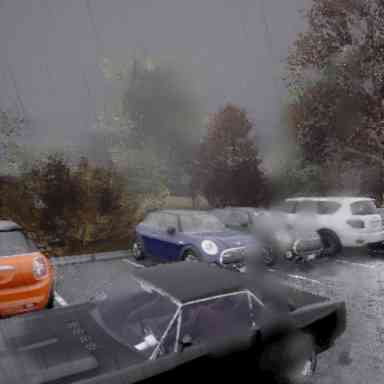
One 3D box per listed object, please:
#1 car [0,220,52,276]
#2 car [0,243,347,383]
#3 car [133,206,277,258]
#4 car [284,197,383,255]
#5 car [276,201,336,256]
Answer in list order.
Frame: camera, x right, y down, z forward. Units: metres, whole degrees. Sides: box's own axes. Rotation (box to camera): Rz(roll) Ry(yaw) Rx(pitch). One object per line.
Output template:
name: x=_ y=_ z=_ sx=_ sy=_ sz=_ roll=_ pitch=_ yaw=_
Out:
car: x=-4.407 y=1.354 z=6.877 sx=2.185 sy=1.767 sz=4.553 roll=0 pitch=0 yaw=-35
car: x=-0.388 y=1.598 z=3.701 sx=4.718 sy=1.301 sz=1.895 roll=0 pitch=0 yaw=-35
car: x=-0.011 y=1.346 z=10.090 sx=2.185 sy=1.767 sz=4.553 roll=0 pitch=0 yaw=-36
car: x=4.627 y=1.212 z=13.395 sx=2.435 sy=2.045 sz=5.566 roll=0 pitch=0 yaw=-36
car: x=2.257 y=1.342 z=11.707 sx=2.185 sy=1.767 sz=4.553 roll=0 pitch=0 yaw=-35
